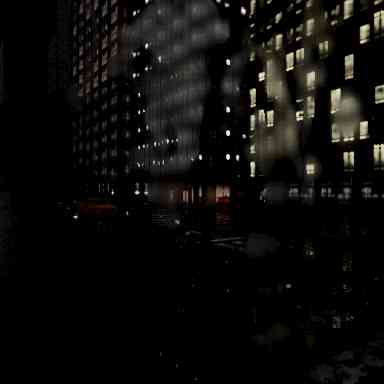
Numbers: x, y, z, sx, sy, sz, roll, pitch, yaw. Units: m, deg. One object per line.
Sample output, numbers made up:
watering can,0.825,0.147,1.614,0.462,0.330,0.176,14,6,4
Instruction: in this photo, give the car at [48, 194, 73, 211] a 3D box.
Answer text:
car,-13.745,1.045,35.268,2.097,1.767,4.553,0,0,-37

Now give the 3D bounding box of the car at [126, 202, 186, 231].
car,-2.227,1.344,19.771,2.128,1.511,4.902,0,0,-37

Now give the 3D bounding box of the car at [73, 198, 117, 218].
car,-7.857,1.254,27.340,1.882,1.535,5.008,0,0,-37
